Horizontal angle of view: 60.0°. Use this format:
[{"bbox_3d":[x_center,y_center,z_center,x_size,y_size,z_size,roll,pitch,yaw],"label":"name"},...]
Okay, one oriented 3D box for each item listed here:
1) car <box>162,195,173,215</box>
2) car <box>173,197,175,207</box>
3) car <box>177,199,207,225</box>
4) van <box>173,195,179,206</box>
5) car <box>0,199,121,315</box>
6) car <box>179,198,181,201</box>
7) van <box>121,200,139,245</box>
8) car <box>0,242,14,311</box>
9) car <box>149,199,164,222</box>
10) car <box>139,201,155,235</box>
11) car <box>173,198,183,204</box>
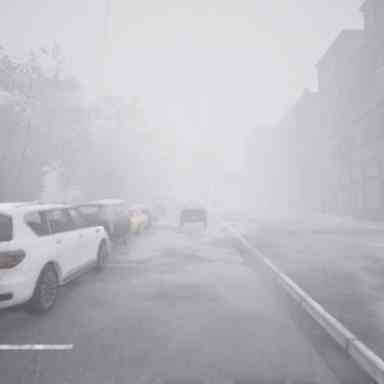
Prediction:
[{"bbox_3d":[-3.655,1.481,35.568,2.185,1.767,4.553,0,0,2],"label":"car"},{"bbox_3d":[-3.654,1.669,41.166,2.002,1.452,4.674,0,0,2],"label":"car"},{"bbox_3d":[0.099,1.562,25.109,1.882,1.535,5.008,0,0,0],"label":"car"},{"bbox_3d":[-3.650,1.449,52.428,1.878,1.987,4.442,0,0,2],"label":"van"},{"bbox_3d":[-3.653,1.253,7.777,2.435,2.045,5.566,0,0,2],"label":"car"},{"bbox_3d":[-3.656,1.571,57.850,2.185,1.767,4.553,0,0,2],"label":"car"},{"bbox_3d":[-3.649,1.296,13.435,1.878,1.987,4.442,0,0,2],"label":"van"},{"bbox_3d":[-3.653,1.487,2.172,2.097,1.535,5.008,0,0,2],"label":"car"},{"bbox_3d":[-3.654,1.561,24.452,2.097,1.535,5.008,0,0,2],"label":"car"},{"bbox_3d":[-3.646,1.539,19.073,1.946,1.575,5.366,0,0,2],"label":"car"},{"bbox_3d":[-3.639,2.378,85.688,2.097,1.535,5.008,1,-2,2],"label":"car"}]
